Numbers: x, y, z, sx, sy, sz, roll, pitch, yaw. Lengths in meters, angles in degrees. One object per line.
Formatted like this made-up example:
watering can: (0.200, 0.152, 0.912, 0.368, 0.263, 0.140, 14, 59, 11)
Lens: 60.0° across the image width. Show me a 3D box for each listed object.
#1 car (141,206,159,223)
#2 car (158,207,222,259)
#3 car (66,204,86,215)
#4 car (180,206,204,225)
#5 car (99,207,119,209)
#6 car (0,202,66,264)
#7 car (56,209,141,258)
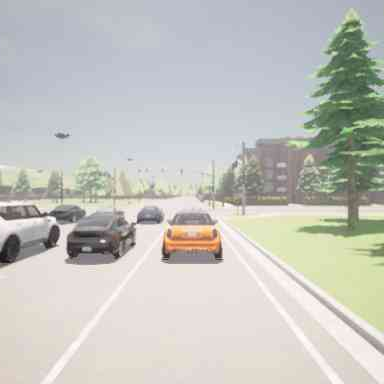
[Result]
car: (-3.477, 1.880, 28.432, 1.994, 1.385, 4.181, 0, -1, 0)
car: (0.021, 1.501, 13.408, 2.097, 1.767, 4.553, 0, -1, 0)
car: (-10.478, 1.824, 28.477, 1.837, 1.490, 4.892, 0, 0, 0)
car: (0.028, 1.915, 28.236, 1.895, 1.301, 4.718, 0, -1, 1)
car: (-6.982, 1.915, 28.226, 1.895, 1.301, 4.718, 0, -1, 0)
car: (-6.991, 1.365, 12.546, 2.150, 2.045, 5.566, 0, 0, 0)
car: (-3.479, 1.658, 13.478, 1.837, 1.490, 4.892, 0, 0, 0)
